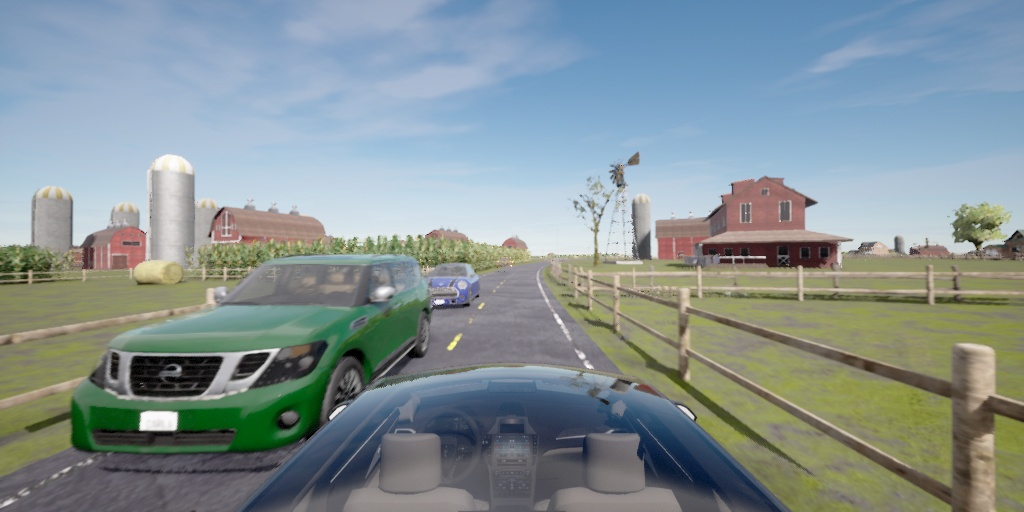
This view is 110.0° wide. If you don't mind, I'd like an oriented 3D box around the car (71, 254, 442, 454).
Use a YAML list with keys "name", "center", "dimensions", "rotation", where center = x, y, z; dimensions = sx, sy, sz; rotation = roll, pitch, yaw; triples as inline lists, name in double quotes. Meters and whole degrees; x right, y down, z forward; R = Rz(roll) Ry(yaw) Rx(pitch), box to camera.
- name: "car"
  center: [-2.808, 0.977, 5.642]
  dimensions: [2.150, 2.045, 5.566]
  rotation: [0, 0, 1]

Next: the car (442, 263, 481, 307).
- name: "car"
  center: [-2.618, 1.112, 15.597]
  dimensions: [2.097, 1.767, 4.553]
  rotation: [0, 0, 2]

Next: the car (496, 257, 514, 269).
- name: "car"
  center: [-0.812, 0.858, 45.242]
  dimensions: [1.882, 1.535, 5.008]
  rotation: [0, 0, 5]
